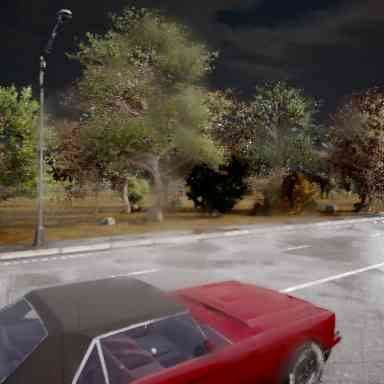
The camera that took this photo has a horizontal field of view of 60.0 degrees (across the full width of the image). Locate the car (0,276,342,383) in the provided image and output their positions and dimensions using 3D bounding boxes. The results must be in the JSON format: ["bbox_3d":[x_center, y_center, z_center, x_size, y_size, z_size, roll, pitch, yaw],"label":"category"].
[{"bbox_3d":[-0.537,1.604,3.393,4.718,1.301,1.895,0,0,-36],"label":"car"}]
